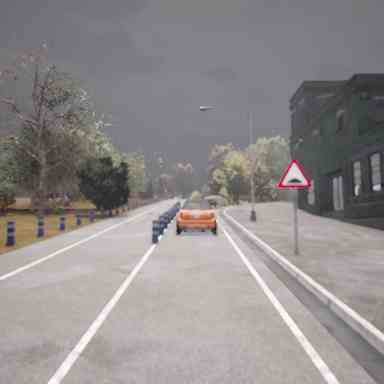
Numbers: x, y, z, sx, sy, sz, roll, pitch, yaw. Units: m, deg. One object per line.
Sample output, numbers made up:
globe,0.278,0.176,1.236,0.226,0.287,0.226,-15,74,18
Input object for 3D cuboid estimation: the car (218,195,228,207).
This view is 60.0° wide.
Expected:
car,2.584,1.108,38.070,1.882,1.535,5.008,-4,-1,25

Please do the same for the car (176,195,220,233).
car,0.247,1.207,18.877,2.097,1.767,4.553,0,1,0
